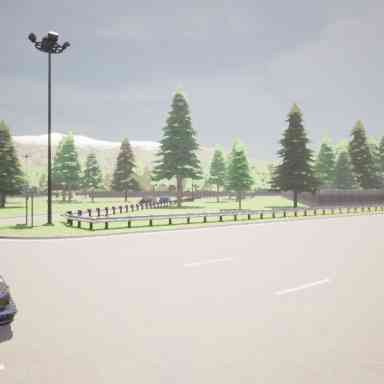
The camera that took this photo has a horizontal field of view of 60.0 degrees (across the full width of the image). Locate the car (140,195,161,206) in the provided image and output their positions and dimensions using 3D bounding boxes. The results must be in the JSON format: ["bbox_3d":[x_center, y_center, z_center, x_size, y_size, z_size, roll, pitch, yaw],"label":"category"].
[{"bbox_3d":[-7.088,1.352,55.110,2.097,1.767,4.553,0,0,6],"label":"car"}]

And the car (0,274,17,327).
[{"bbox_3d":[-5.326,1.548,4.249,5.357,1.411,2.033,0,0,-35],"label":"car"}]

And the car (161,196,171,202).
[{"bbox_3d":[-5.648,1.476,69.715,1.882,1.535,5.008,0,0,5],"label":"car"}]
